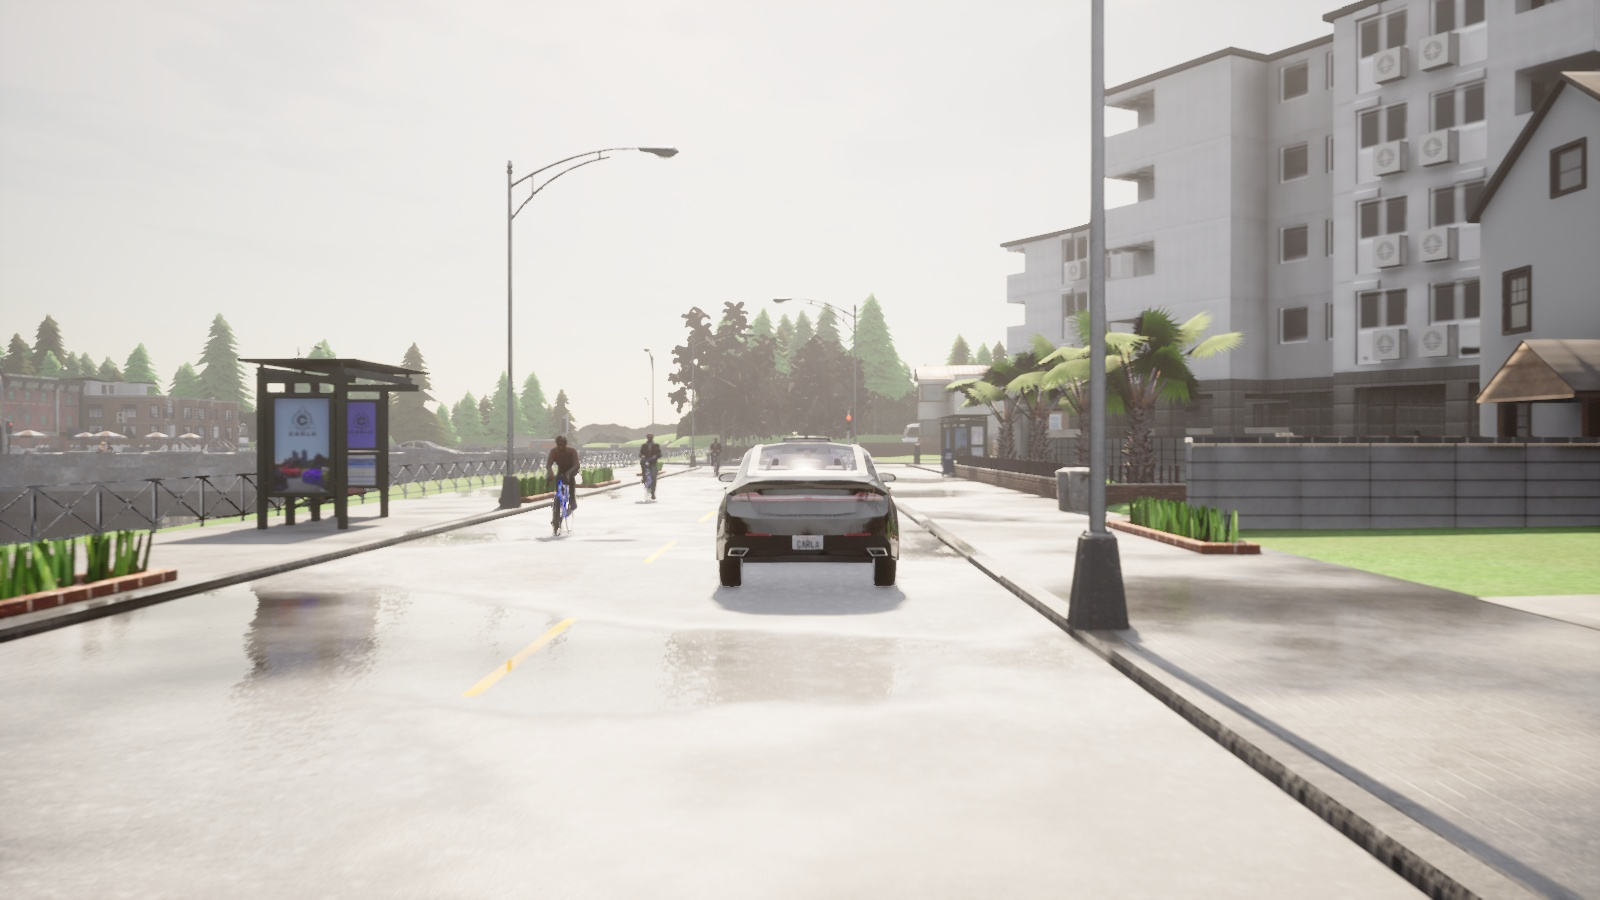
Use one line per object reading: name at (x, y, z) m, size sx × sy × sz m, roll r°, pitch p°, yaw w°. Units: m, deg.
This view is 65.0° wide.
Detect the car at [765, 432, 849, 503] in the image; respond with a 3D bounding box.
car at (0.176, 0.416, 33.647) m, size 2.097 × 1.767 × 4.553 m, roll 0°, pitch 0°, yaw 0°

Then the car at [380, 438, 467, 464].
car at (-24.258, 0.049, 81.033) m, size 5.027 × 1.651 × 2.152 m, roll 0°, pitch 0°, yaw 0°

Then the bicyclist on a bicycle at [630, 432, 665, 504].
bicyclist on a bicycle at (-3.831, 0.436, 31.696) m, size 0.659 × 1.776 × 1.843 m, roll 0°, pitch 0°, yaw 0°

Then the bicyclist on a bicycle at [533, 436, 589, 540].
bicyclist on a bicycle at (-3.876, 0.581, 20.431) m, size 0.582 × 1.620 × 1.656 m, roll 0°, pitch 1°, yaw 0°

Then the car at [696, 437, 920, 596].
car at (0.085, 0.622, 14.401) m, size 2.128 × 1.511 × 4.902 m, roll 0°, pitch 0°, yaw 0°
